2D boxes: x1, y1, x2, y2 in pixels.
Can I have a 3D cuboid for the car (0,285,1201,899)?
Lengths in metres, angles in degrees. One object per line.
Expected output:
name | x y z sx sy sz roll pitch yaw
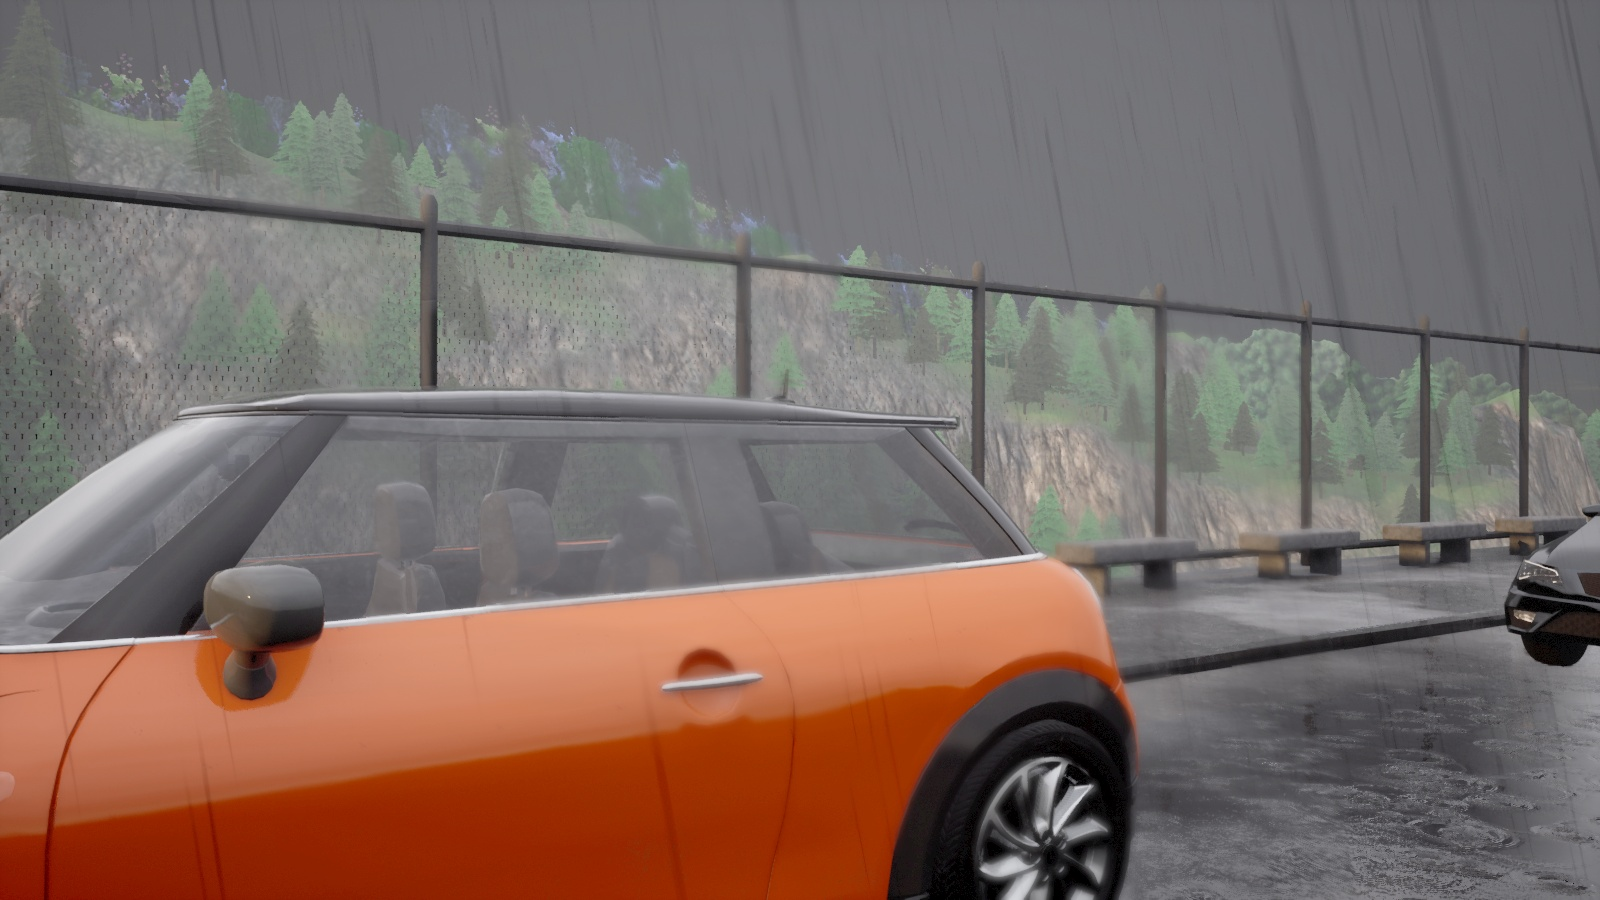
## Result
car | -1.240 0.615 3.405 4.553 1.767 2.097 0 0 -35

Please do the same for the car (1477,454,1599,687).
car | 6.878 0.766 9.058 4.193 1.474 1.816 0 0 -35
